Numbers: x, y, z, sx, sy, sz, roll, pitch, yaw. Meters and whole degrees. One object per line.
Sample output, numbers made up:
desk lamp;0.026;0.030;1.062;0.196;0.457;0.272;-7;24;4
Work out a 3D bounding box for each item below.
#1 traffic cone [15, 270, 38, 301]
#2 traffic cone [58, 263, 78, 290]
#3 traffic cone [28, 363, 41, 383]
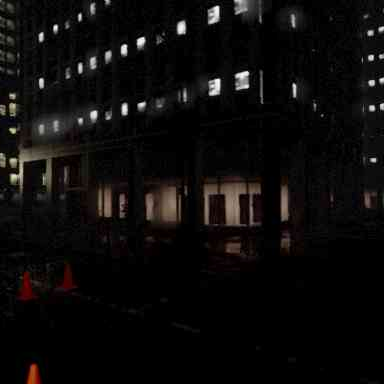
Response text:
traffic cone;-3.587;2.000;7.225;0.340;0.580;0.340;0;-1;36
traffic cone;-2.995;2.009;8.031;0.340;0.580;0.340;0;-1;36
traffic cone;-1.544;1.978;3.247;0.340;0.580;0.340;0;-1;36
